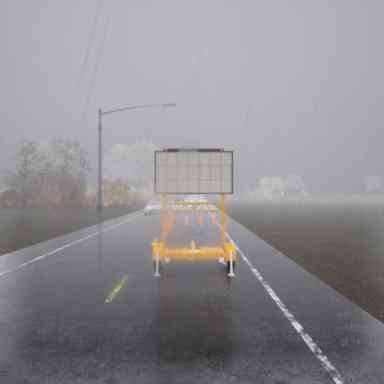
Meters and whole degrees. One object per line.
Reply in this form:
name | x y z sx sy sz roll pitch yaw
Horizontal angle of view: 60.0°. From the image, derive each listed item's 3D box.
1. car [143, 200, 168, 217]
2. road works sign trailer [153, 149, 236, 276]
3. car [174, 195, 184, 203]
car | -3.414 1.539 31.770 1.812 1.442 4.674 0 0 1
road works sign trailer | 0.054 0.467 10.321 2.380 3.560 2.880 0 0 -1
car | -2.781 1.394 72.911 2.097 1.767 4.553 0 0 1
